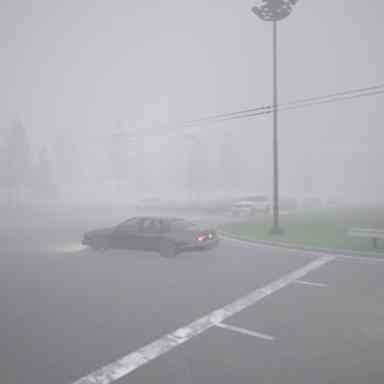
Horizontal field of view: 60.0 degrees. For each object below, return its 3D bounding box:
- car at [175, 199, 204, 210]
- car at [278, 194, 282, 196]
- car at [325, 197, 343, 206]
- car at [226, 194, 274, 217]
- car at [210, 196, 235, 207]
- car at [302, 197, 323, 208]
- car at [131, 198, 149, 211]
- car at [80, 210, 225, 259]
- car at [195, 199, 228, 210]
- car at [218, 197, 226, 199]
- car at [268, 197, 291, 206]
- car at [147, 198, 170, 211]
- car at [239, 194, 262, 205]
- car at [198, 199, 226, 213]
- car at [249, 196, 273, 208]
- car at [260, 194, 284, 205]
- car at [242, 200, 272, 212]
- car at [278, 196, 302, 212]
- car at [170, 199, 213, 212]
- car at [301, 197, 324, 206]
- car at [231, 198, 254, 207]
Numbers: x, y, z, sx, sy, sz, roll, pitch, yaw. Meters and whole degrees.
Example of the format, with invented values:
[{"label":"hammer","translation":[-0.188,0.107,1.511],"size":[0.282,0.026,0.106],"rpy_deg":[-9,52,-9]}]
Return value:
[{"label":"car","translation":[-0.281,1.731,48.717],"size":[1.812,1.442,4.674],"rpy_deg":[-1,0,36]},{"label":"car","translation":[14.420,1.481,51.043],"size":[2.097,1.767,4.553],"rpy_deg":[-1,0,37]},{"label":"car","translation":[25.122,1.623,58.711],"size":[4.674,1.442,1.812],"rpy_deg":[0,0,-45]},{"label":"car","translation":[6.007,1.326,33.549],"size":[2.150,2.045,5.566],"rpy_deg":[-1,0,36]},{"label":"car","translation":[5.199,1.557,56.221],"size":[2.097,1.767,4.553],"rpy_deg":[-1,0,36]},{"label":"car","translation":[17.687,1.608,49.559],"size":[1.837,1.490,4.892],"rpy_deg":[-1,0,37]},{"label":"car","translation":[-5.452,1.558,41.590],"size":[2.097,1.767,4.553],"rpy_deg":[-1,0,36]},{"label":"car","translation":[-1.657,1.610,12.764],"size":[5.357,1.411,2.033],"rpy_deg":[0,0,24]},{"label":"car","translation":[2.822,1.727,47.045],"size":[2.033,1.411,5.357],"rpy_deg":[-1,0,36]},{"label":"car","translation":[5.482,1.659,44.751],"size":[1.837,1.490,4.892],"rpy_deg":[-1,0,36]},{"label":"car","translation":[15.543,1.701,58.591],"size":[2.033,1.411,5.357],"rpy_deg":[-1,0,37]},{"label":"car","translation":[-2.801,1.706,39.280],"size":[1.812,1.442,4.674],"rpy_deg":[-1,0,36]},{"label":"car","translation":[11.467,1.424,64.637],"size":[2.150,2.045,5.566],"rpy_deg":[-1,0,37]},{"label":"car","translation":[3.037,1.731,35.413],"size":[1.895,1.301,4.718],"rpy_deg":[-1,0,36]},{"label":"car","translation":[10.880,1.506,52.165],"size":[2.097,1.767,4.553],"rpy_deg":[-1,0,36]},{"label":"car","translation":[15.465,1.400,63.920],"size":[2.150,2.045,5.566],"rpy_deg":[-1,-1,41]},{"label":"car","translation":[8.413,1.730,42.832],"size":[1.895,1.301,4.718],"rpy_deg":[-1,0,36]},{"label":"car","translation":[11.723,1.609,41.424],"size":[1.837,1.490,4.892],"rpy_deg":[-1,0,36]},{"label":"car","translation":[0.013,1.756,37.202],"size":[1.895,1.301,4.718],"rpy_deg":[-1,0,36]},{"label":"car","translation":[22.033,1.671,60.591],"size":[2.033,1.411,5.357],"rpy_deg":[-1,0,44]},{"label":"car","translation":[8.393,1.705,54.675],"size":[1.812,1.442,4.674],"rpy_deg":[-1,0,36]}]
